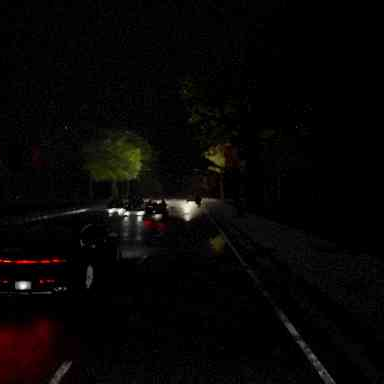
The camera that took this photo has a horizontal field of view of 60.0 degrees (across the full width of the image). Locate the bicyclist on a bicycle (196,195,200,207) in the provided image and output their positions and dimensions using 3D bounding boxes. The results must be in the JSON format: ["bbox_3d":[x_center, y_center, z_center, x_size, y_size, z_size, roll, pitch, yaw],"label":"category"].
[{"bbox_3d":[0.876,1.287,50.601,0.659,1.776,1.843,0,0,0],"label":"bicyclist on a bicycle"}]

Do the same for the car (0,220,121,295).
[{"bbox_3d":[-3.153,1.491,8.647,1.837,1.490,4.892,0,0,0],"label":"car"}]

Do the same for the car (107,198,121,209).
[{"bbox_3d":[-9.849,1.493,44.253,1.994,1.385,4.181,0,0,0],"label":"car"}]

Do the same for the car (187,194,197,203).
[{"bbox_3d":[-0.018,1.414,64.199,1.812,1.442,4.674,0,0,0],"label":"car"}]

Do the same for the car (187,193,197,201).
[{"bbox_3d":[-0.024,1.219,77.411,2.097,1.767,4.553,0,0,0],"label":"car"}]

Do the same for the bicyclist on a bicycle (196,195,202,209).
[{"bbox_3d":[0.879,1.306,40.487,0.659,1.776,1.843,0,0,0],"label":"bicyclist on a bicycle"}]

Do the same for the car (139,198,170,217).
[{"bbox_3d":[-3.161,1.444,30.396,2.128,1.511,4.902,0,0,0],"label":"car"}]

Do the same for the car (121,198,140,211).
[{"bbox_3d":[-6.605,1.443,38.939,1.837,1.490,4.892,0,0,0],"label":"car"}]
